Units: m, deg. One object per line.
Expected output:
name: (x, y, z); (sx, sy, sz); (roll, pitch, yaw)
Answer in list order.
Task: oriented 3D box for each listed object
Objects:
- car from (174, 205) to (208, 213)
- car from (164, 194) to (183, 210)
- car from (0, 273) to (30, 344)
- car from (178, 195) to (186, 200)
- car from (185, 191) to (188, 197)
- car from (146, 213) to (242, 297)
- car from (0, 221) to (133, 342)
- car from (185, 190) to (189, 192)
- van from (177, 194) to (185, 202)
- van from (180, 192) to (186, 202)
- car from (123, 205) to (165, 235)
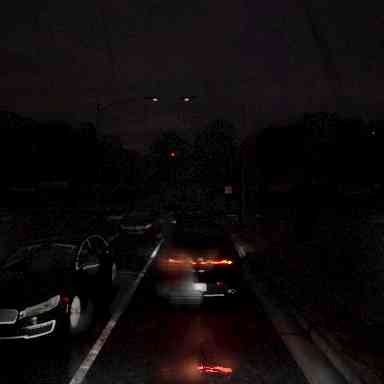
car: (0.147, 1.604, 18.652); (1.895, 1.301, 4.718); (0, 0, 1)
car: (-2.623, 1.489, 44.240); (1.967, 1.590, 4.097); (-2, 0, 0)
car: (-2.658, 1.550, 1.120); (2.008, 1.369, 4.403); (-2, 0, 0)
car: (-2.569, 1.442, 88.560); (2.008, 1.369, 4.403); (-1, 0, 0)
car: (-2.595, 1.318, 71.940); (2.192, 1.841, 5.009); (-1, 0, 0)
car: (0.111, 1.503, 8.521); (1.837, 1.490, 4.892); (0, 0, 0)
car: (-2.653, 1.549, 6.568); (2.008, 1.369, 4.403); (-2, 0, 0)
car: (-2.566, 1.145, 94.110); (2.192, 1.841, 5.009); (-1, 1, 0)
van: (-2.587, 1.313, 77.476); (1.690, 1.788, 3.998); (-1, 0, 0)
van: (-2.599, 1.369, 66.396); (1.690, 1.788, 3.998); (-1, 0, 0)
car: (-2.642, 1.584, 17.463); (1.802, 1.307, 4.206); (-2, 0, 0)
